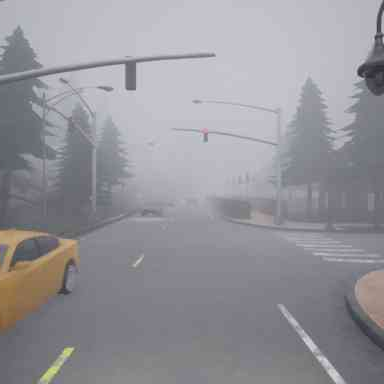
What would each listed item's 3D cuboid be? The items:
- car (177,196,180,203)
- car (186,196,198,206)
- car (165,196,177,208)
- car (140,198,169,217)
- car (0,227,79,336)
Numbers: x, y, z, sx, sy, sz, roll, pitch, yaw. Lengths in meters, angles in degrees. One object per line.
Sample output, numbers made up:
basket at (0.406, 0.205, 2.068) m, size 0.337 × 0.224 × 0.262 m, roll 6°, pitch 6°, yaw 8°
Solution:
car at (-3.508, 1.547, 66.400) m, size 1.837 × 1.490 × 4.892 m, roll 0°, pitch 0°, yaw 0°
car at (-0.007, 1.471, 56.098) m, size 1.882 × 1.535 × 5.008 m, roll 0°, pitch 0°, yaw 0°
car at (-3.599, 1.520, 48.337) m, size 1.812 × 1.442 × 4.674 m, roll 0°, pitch 0°, yaw 0°
car at (-3.604, 1.544, 31.176) m, size 2.033 × 1.411 × 5.357 m, roll 0°, pitch 0°, yaw 0°
car at (-3.598, 1.476, 5.893) m, size 1.882 × 1.535 × 5.008 m, roll 0°, pitch 0°, yaw 0°
